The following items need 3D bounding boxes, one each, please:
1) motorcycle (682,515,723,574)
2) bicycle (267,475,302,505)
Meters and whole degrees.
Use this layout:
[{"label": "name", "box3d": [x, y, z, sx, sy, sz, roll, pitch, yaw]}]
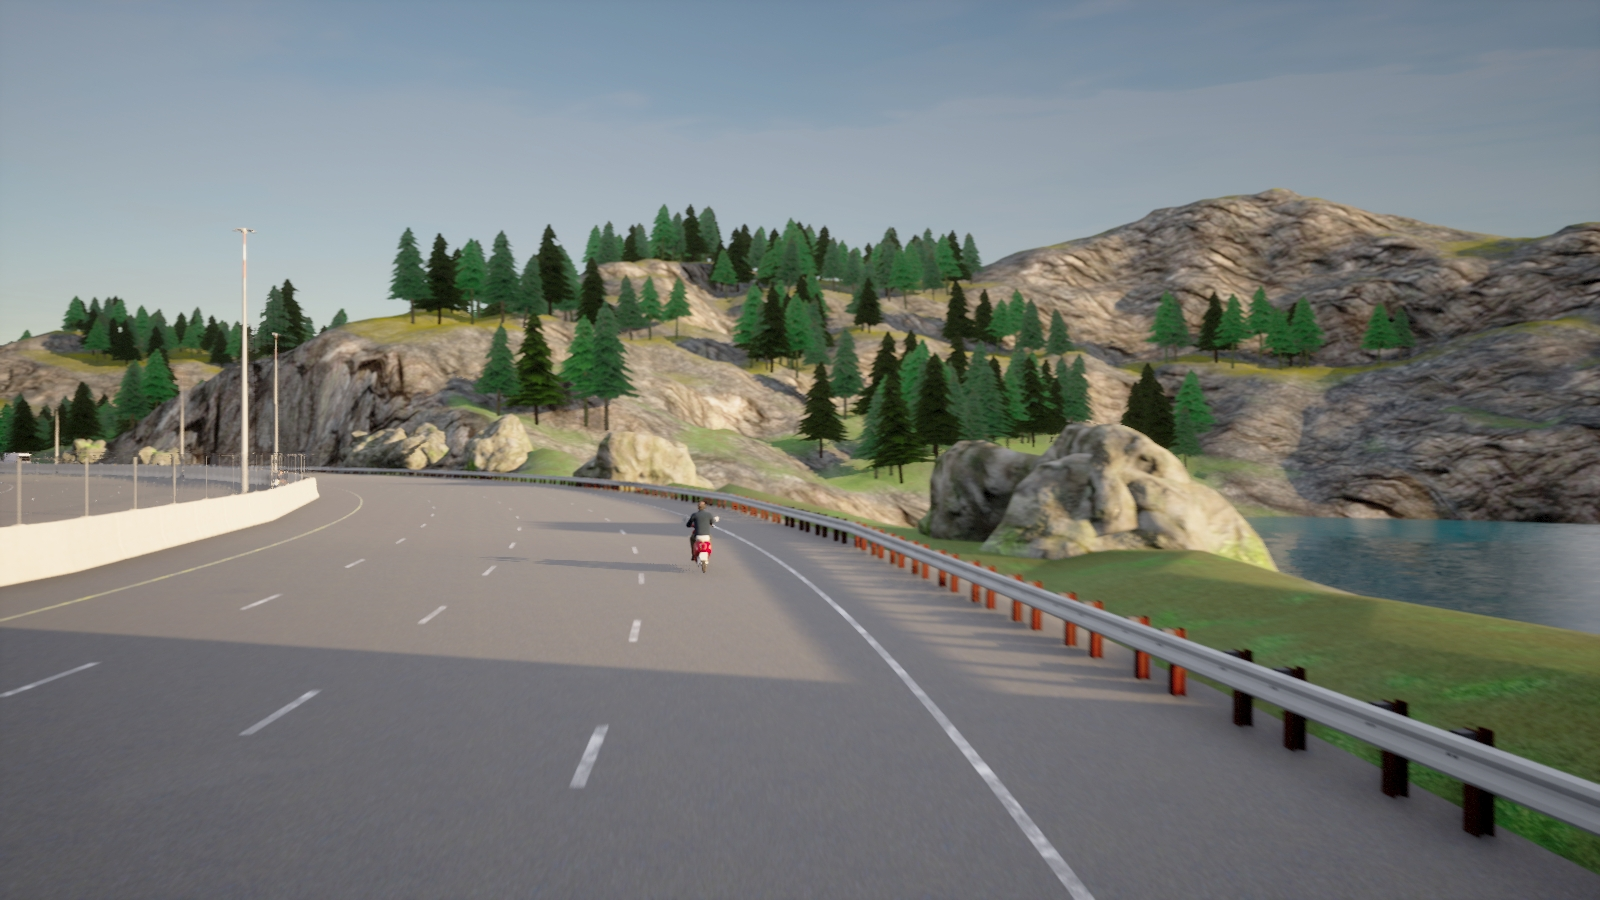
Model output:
[{"label": "motorcycle", "box3d": [-2.318, 2.200, 26.937, 0.856, 1.236, 1.805, -1, 0, -8]}, {"label": "bicycle", "box3d": [-27.286, 2.116, 60.469, 1.643, 1.514, 0.373, -2, -3, -17]}]
